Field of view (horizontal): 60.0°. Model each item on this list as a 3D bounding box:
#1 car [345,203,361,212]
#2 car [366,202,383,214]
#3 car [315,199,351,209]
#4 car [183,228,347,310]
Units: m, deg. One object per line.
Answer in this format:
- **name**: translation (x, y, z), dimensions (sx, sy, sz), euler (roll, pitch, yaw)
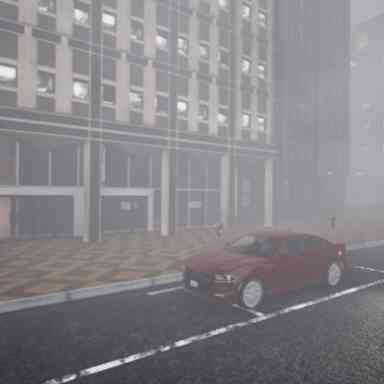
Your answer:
- **car**: translation (18.005, 1.719, 40.632), dimensions (1.752, 1.417, 4.829), euler (1, 0, -36)
- **car**: translation (21.206, 1.786, 36.169), dimensions (1.802, 1.307, 4.206), euler (1, 0, -36)
- **car**: translation (21.312, 1.807, 50.395), dimensions (1.752, 1.417, 4.829), euler (1, 0, -36)
- **car**: translation (1.873, 1.584, 7.895), dimensions (4.507, 1.381, 1.887), euler (0, 0, -36)
